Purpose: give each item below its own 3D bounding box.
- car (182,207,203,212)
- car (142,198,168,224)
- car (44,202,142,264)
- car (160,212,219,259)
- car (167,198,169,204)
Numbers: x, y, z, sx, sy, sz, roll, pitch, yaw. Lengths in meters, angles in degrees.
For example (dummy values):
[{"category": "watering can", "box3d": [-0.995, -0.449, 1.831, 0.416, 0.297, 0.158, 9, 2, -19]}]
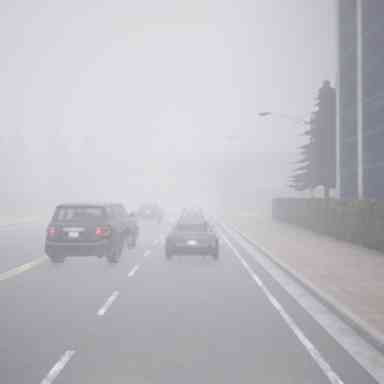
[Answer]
[{"category": "car", "box3d": [0.050, 1.920, 28.224, 1.895, 1.301, 4.718, 0, -1, 1]}, {"category": "car", "box3d": [-3.485, 1.672, 28.404, 2.097, 1.767, 4.553, 0, -1, 0]}, {"category": "car", "box3d": [-3.493, 1.367, 12.535, 2.150, 2.045, 5.566, 0, 0, 0]}, {"category": "car", "box3d": [0.017, 1.716, 13.329, 1.994, 1.385, 4.181, 0, -1, 1]}, {"category": "car", "box3d": [-7.008, 2.316, 85.368, 2.097, 1.767, 4.553, 0, -1, 0]}]
